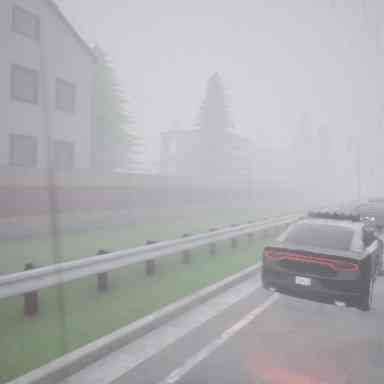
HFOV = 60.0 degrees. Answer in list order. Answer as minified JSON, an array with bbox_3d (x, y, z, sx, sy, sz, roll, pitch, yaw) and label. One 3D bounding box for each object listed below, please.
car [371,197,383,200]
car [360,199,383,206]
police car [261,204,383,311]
[{"bbox_3d":[12.068,1.138,21.053,2.097,1.767,4.553,3,2,33],"label":"car"},{"bbox_3d":[8.774,1.324,16.075,1.837,1.490,4.892,3,2,33],"label":"car"},{"bbox_3d":[3.328,1.296,7.819,1.930,1.638,5.238,3,2,33],"label":"police car"}]
